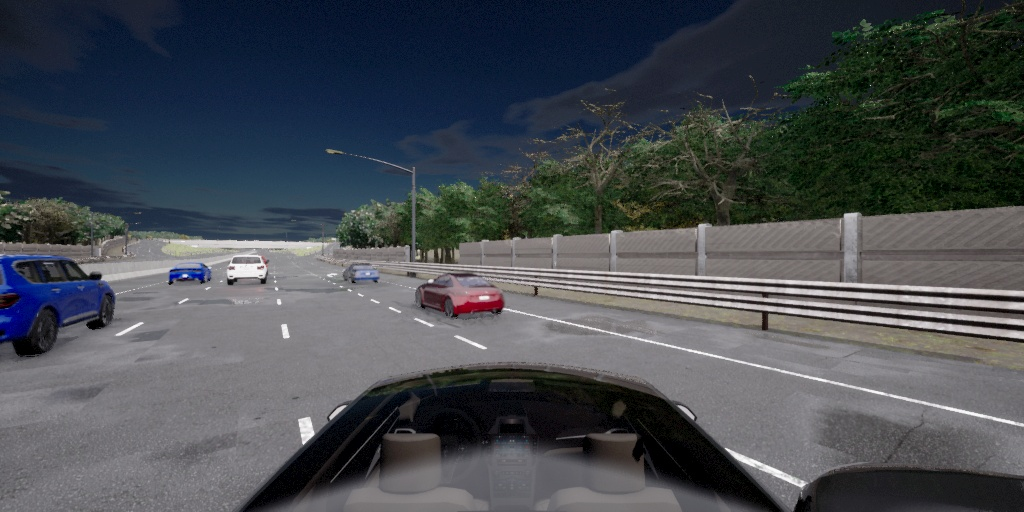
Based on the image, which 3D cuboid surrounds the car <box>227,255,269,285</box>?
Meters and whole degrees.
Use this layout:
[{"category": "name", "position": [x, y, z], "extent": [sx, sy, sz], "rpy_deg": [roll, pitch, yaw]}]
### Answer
[{"category": "car", "position": [-19.278, 0.957, 26.233], "extent": [2.150, 2.045, 5.566], "rpy_deg": [0, 0, -34]}]

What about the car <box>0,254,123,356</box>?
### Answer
[{"category": "car", "position": [-11.176, 0.969, 7.950], "extent": [2.150, 2.045, 5.566], "rpy_deg": [0, 0, -34]}]

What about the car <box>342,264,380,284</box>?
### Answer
[{"category": "car", "position": [-11.542, 1.287, 27.257], "extent": [2.033, 1.411, 5.357], "rpy_deg": [0, 0, -34]}]

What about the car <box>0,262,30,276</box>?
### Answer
[{"category": "car", "position": [-51.231, 1.306, 35.967], "extent": [1.895, 1.301, 4.718], "rpy_deg": [0, 0, -33]}]

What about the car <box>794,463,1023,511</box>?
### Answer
[{"category": "car", "position": [2.985, 1.315, 0.487], "extent": [4.181, 1.385, 1.994], "rpy_deg": [0, 0, 34]}]

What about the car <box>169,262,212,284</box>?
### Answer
[{"category": "car", "position": [-23.707, 1.210, 26.554], "extent": [1.882, 1.535, 5.008], "rpy_deg": [0, 0, -34]}]

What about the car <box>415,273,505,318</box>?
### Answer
[{"category": "car", "position": [-2.017, 1.312, 13.147], "extent": [1.994, 1.385, 4.181], "rpy_deg": [0, 0, -34]}]
